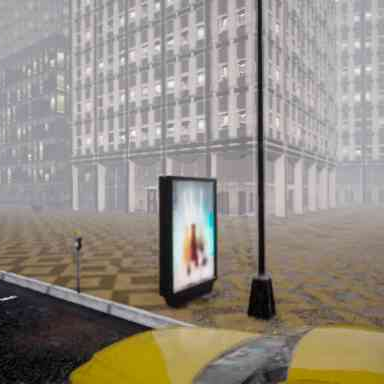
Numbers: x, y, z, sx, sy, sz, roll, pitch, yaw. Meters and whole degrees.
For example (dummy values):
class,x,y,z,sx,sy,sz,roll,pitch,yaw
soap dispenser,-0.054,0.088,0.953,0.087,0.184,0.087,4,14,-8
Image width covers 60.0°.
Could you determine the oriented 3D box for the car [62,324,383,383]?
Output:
class,x,y,z,sx,sy,sz,roll,pitch,yaw
car,1.059,1.525,2.127,4.829,1.417,1.752,0,0,36
